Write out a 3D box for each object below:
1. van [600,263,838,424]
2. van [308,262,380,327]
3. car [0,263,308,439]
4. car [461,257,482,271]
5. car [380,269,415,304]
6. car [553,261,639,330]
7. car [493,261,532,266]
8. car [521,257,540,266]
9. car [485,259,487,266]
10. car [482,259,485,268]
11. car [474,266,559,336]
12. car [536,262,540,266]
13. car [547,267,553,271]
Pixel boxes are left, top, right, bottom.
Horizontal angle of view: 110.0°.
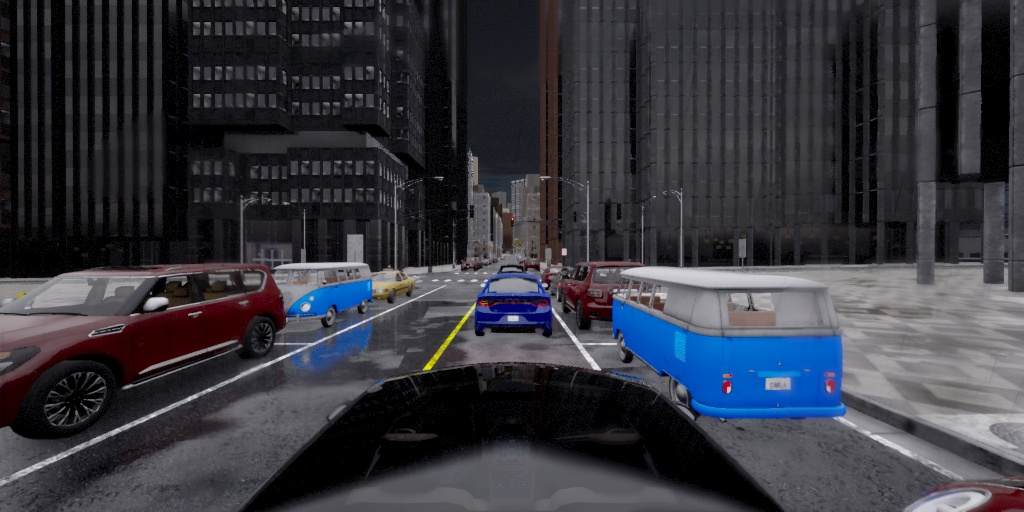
[{"bbox_3d":[2.767,1.091,5.571,1.690,1.789,3.998,0,0,0],"label":"van"},{"bbox_3d":[-5.765,1.091,11.109,1.690,1.789,3.998,0,0,0],"label":"van"},{"bbox_3d":[-5.765,1.064,5.584,2.192,1.841,5.009,0,0,0],"label":"car"},{"bbox_3d":[-5.764,1.084,49.197,2.192,1.841,5.009,0,0,0],"label":"car"},{"bbox_3d":[-5.764,1.276,16.463,1.751,1.417,4.829,0,0,0],"label":"car"},{"bbox_3d":[2.765,1.065,11.097,2.192,1.841,5.009,0,0,0],"label":"car"},{"bbox_3d":[0.000,1.257,20.756,1.837,1.490,4.892,0,0,0],"label":"car"},{"bbox_3d":[2.762,1.084,49.188,2.192,1.841,5.009,0,0,0],"label":"car"},{"bbox_3d":[-5.764,1.348,60.483,1.948,1.339,4.313,0,0,0],"label":"car"},{"bbox_3d":[-5.764,1.090,54.840,2.192,1.841,5.009,0,0,0],"label":"car"},{"bbox_3d":[0.058,1.228,10.385,1.882,1.535,5.008,0,0,1],"label":"car"},{"bbox_3d":[2.763,1.297,22.147,1.888,1.381,4.507,0,0,0],"label":"car"},{"bbox_3d":[2.764,1.301,16.622,2.007,1.370,4.403,0,0,0],"label":"car"}]
